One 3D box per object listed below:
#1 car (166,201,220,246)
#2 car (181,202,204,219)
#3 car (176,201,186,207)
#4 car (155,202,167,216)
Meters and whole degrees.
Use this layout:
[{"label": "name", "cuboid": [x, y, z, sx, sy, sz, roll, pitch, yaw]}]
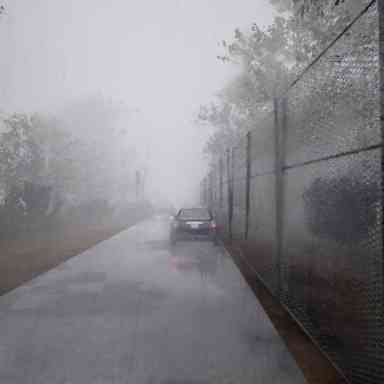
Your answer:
[{"label": "car", "cuboid": [0.100, 1.421, 15.756, 2.097, 1.767, 4.553, 0, 0, 0]}, {"label": "car", "cuboid": [0.016, 1.801, 33.683, 2.128, 1.511, 4.902, 0, -1, 0]}, {"label": "car", "cuboid": [-2.486, 2.817, 78.453, 1.882, 1.535, 5.008, 0, -2, 3]}, {"label": "car", "cuboid": [-2.948, 1.913, 37.794, 1.812, 1.442, 4.674, 0, -1, 0]}]
